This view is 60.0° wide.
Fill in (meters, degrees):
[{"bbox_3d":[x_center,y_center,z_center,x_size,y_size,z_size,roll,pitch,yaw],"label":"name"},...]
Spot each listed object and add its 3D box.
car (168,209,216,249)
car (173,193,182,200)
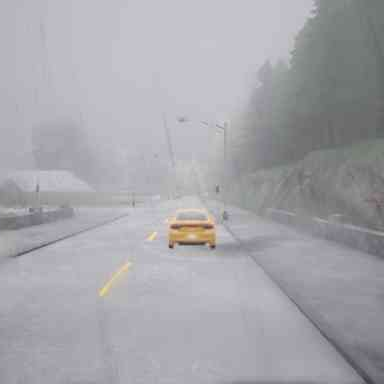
[{"bbox_3d":[0.000,1.482,14.650,1.882,1.535,5.008,0,0,0],"label":"car"},{"bbox_3d":[-4.000,1.174,89.965,2.150,2.045,5.566,0,0,0],"label":"car"}]
